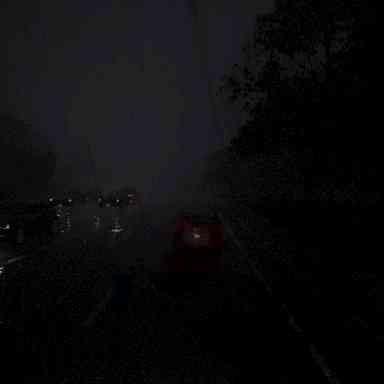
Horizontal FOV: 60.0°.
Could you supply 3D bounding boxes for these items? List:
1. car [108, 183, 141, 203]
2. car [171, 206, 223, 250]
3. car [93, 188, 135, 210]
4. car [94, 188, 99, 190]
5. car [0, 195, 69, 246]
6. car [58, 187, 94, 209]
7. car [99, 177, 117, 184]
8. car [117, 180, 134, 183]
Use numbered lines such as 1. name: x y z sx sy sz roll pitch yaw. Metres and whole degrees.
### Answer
1. car: -6.397 0.297 32.640 2.097 1.767 4.553 3 2 2
2. car: 0.232 1.341 13.943 1.882 1.535 5.008 3 1 1
3. car: -6.464 0.628 28.139 1.895 1.301 4.718 3 2 1
4. car: -9.921 0.330 32.102 1.837 1.490 4.892 2 1 2
5. car: -6.878 1.074 13.180 1.837 1.490 4.892 3 1 1
6. car: -9.975 0.411 27.431 1.895 1.301 4.718 3 8 0
7. car: -22.370 -2.658 90.878 5.357 1.411 2.033 6 2 41
8. car: -17.719 -2.488 91.269 4.553 1.767 2.097 6 2 41
